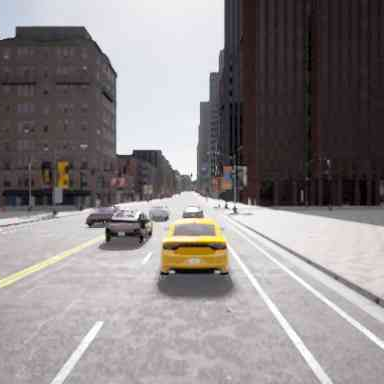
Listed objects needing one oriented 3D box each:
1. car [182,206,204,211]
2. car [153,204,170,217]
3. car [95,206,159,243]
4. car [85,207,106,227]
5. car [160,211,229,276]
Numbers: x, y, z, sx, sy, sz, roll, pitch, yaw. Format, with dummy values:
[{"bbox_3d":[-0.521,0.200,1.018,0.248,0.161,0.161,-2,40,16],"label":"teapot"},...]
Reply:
[{"bbox_3d":[0.095,1.890,28.528,2.033,1.411,5.357,0,-1,0],"label":"car"},{"bbox_3d":[-3.168,1.918,32.444,1.812,1.442,4.674,0,-1,0],"label":"car"},{"bbox_3d":[-3.155,1.696,17.338,2.128,1.511,4.902,0,-1,0],"label":"car"},{"bbox_3d":[-6.594,1.855,25.695,2.033,1.411,5.357,0,-1,0],"label":"car"},{"bbox_3d":[0.078,1.604,10.829,1.882,1.535,5.008,0,0,0],"label":"car"}]
